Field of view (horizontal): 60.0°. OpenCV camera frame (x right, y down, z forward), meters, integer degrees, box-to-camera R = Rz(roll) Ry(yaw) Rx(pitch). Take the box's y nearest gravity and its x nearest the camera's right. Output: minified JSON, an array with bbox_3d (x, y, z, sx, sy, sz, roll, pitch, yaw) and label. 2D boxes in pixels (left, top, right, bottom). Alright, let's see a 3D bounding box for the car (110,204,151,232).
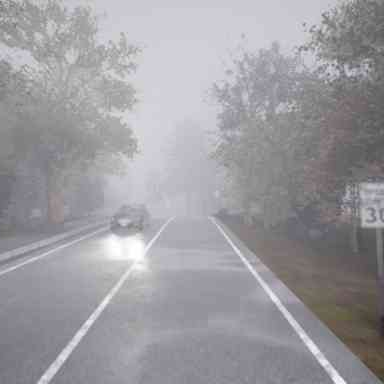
[{"bbox_3d":[-3.644,1.480,20.304,2.128,1.511,4.902,0,0,0],"label":"car"}]
